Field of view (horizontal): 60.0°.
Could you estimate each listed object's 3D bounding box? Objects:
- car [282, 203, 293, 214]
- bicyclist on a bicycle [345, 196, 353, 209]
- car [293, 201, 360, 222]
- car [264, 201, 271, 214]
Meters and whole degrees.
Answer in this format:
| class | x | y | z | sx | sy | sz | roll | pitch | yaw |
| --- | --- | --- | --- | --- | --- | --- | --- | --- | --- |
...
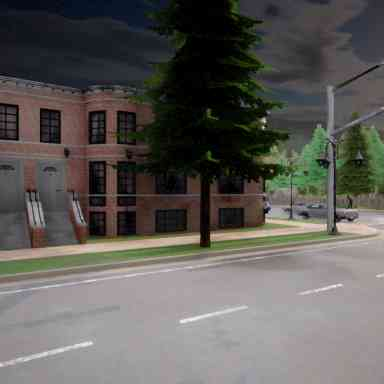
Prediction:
| class | x | y | z | sx | sy | sz | roll | pitch | yaw |
| --- | --- | --- | --- | --- | --- | --- | --- | --- | --- |
| car | 11.192 | 1.601 | 32.718 | 1.895 | 1.301 | 4.718 | 0 | 0 | -31 |
| bicyclist on a bicycle | 19.240 | 1.301 | 40.664 | 1.656 | 1.620 | 0.582 | 0 | 0 | -31 |
| car | 10.759 | 1.601 | 26.583 | 1.895 | 1.301 | 4.718 | 0 | 0 | -31 |
| car | 5.784 | 1.221 | 34.980 | 2.150 | 2.045 | 5.566 | 0 | 0 | -31 |
